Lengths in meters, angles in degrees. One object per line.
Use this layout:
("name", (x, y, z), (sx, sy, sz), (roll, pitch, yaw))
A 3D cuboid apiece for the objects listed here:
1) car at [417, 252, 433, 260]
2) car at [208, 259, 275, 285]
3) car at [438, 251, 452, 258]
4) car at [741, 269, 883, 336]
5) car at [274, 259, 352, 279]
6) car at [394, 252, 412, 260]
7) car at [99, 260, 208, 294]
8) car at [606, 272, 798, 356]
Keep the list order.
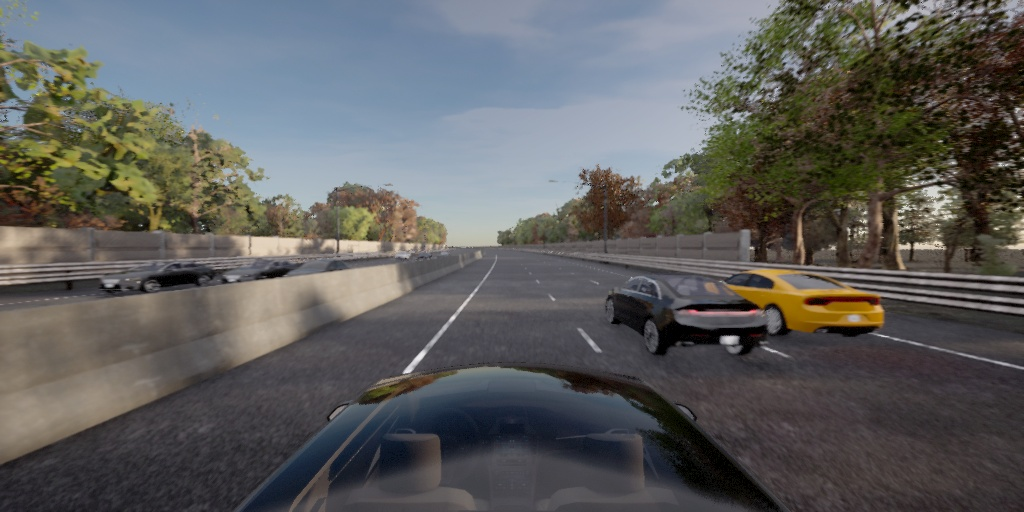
("car", (-15.011, -0.024, 61.906), (1.994, 1.385, 4.181), (0, 1, -1))
("car", (-14.186, 0.933, 20.594), (2.128, 1.511, 4.902), (0, 1, 0))
("car", (-11.513, -0.070, 62.020), (1.812, 1.442, 4.674), (0, 1, -1))
("car", (7.078, 1.096, 9.902), (1.882, 1.535, 5.008), (0, 1, 0))
("car", (-10.686, 0.953, 20.134), (1.837, 1.490, 4.892), (0, 1, 0))
("car", (-18.470, -0.021, 60.930), (1.812, 1.442, 4.674), (0, 2, -2))
("car", (-17.668, 0.988, 18.169), (2.128, 1.511, 4.902), (0, 1, 0))
("car", (3.583, 1.140, 8.339), (2.128, 1.511, 4.902), (0, 1, 0))
